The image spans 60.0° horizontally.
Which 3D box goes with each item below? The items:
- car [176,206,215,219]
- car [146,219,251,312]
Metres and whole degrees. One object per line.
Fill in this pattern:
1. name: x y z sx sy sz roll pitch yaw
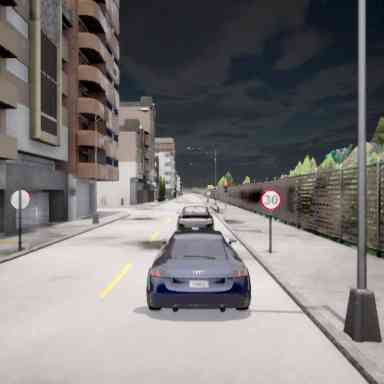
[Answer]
1. car: 0.184 1.487 17.690 2.128 1.511 4.902 0 0 1
2. car: 0.130 1.562 7.775 1.994 1.385 4.181 0 0 0
